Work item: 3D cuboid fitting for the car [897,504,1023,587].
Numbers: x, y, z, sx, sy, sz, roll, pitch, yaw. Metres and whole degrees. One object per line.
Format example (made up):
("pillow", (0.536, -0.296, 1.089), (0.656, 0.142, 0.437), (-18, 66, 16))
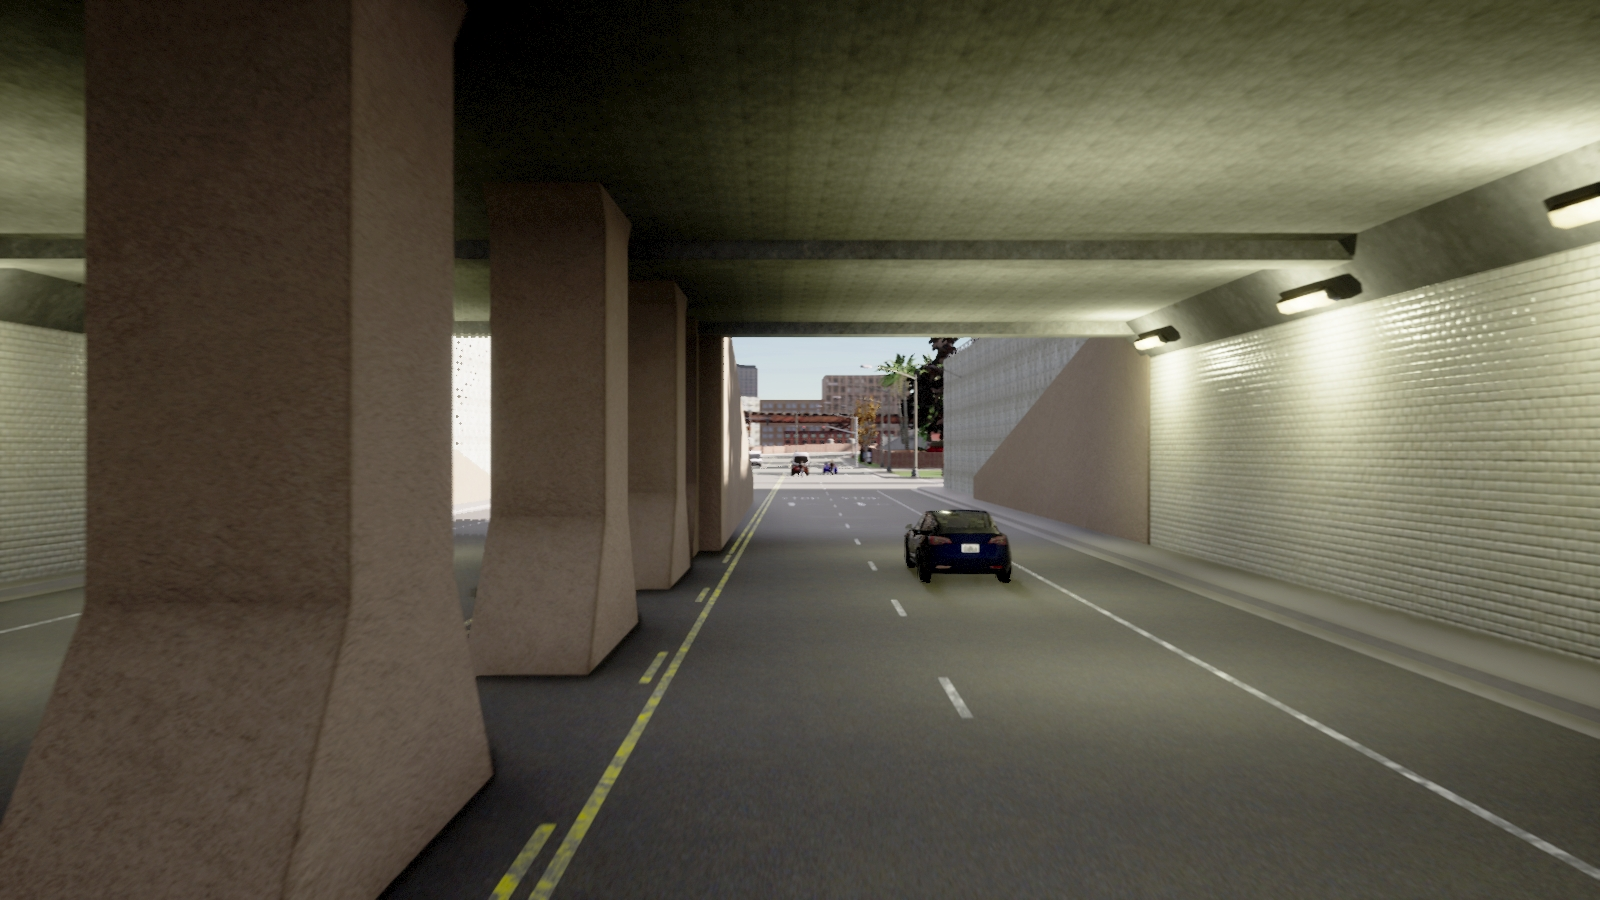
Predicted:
("car", (3.467, 2.063, 25.750), (2.163, 1.488, 4.792), (0, 0, 0))
